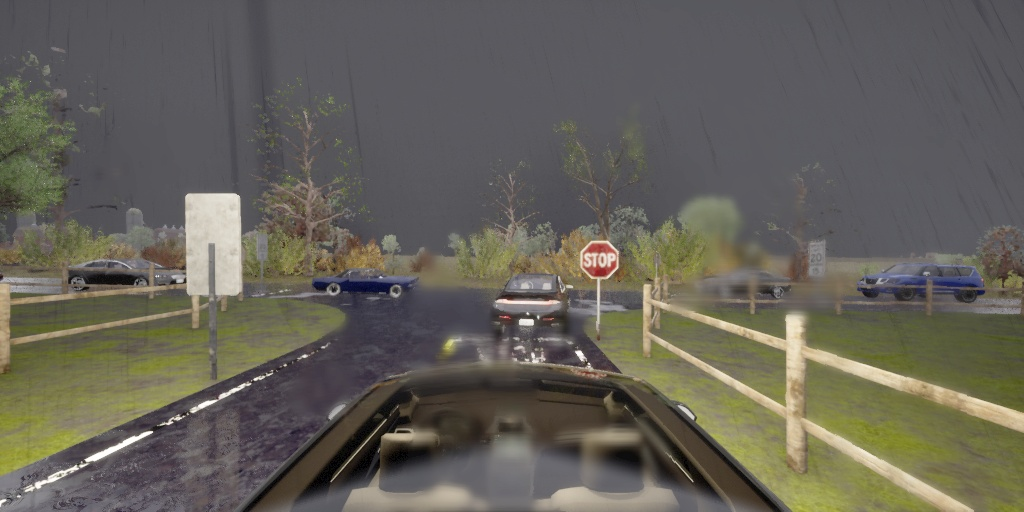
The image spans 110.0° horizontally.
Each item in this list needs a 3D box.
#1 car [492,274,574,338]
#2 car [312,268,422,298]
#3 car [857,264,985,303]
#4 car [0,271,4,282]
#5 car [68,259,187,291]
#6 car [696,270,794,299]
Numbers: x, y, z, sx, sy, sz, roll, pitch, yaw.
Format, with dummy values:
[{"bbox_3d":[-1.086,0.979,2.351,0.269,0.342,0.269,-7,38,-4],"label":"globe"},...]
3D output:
[{"bbox_3d":[0.711,1.240,10.257,2.128,1.511,4.902,0,0,9],"label":"car"},{"bbox_3d":[-6.813,1.249,17.293,4.718,1.301,1.895,1,1,0],"label":"car"},{"bbox_3d":[22.910,1.467,20.192,5.566,2.045,2.150,1,1,0],"label":"car"},{"bbox_3d":[-27.785,0.718,17.330,4.674,1.442,1.812,1,1,0],"label":"car"},{"bbox_3d":[-18.481,0.886,17.317,4.902,1.511,2.128,1,1,0],"label":"car"},{"bbox_3d":[13.014,1.526,20.209,4.902,1.511,2.128,1,1,0],"label":"car"}]
